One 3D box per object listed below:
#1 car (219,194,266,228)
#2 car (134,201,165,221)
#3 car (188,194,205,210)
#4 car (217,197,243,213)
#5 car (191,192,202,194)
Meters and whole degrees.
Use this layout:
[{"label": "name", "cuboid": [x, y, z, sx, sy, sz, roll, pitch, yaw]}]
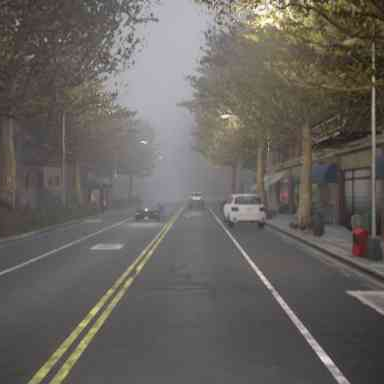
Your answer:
[{"label": "car", "cuboid": [3.290, 1.151, 21.670, 2.435, 2.045, 5.566, 0, 0, 1]}, {"label": "car", "cuboid": [-3.210, 1.451, 26.306, 2.033, 1.411, 5.357, 0, 0, 1]}, {"label": "car", "cuboid": [0.537, 1.346, 40.426, 2.128, 1.511, 4.902, 0, 0, 1]}, {"label": "car", "cuboid": [4.040, 1.352, 36.029, 2.231, 1.521, 4.892, 0, 0, 1]}, {"label": "car", "cuboid": [0.617, 1.039, 50.857, 2.150, 2.045, 5.566, 0, 0, 1]}]
